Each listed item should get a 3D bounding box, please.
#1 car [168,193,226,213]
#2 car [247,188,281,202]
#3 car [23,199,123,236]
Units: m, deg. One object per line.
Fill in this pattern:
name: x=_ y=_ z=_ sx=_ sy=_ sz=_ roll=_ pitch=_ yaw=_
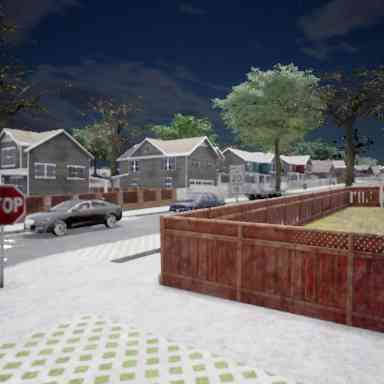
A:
car: x=0.554 y=0.768 z=24.780 sx=2.033 sy=1.411 sz=5.357 roll=0 pitch=3 yaw=36
car: x=7.511 y=0.303 z=34.448 sx=1.895 sy=1.301 sz=4.718 roll=0 pitch=3 yaw=36
car: x=-5.603 y=1.135 z=16.209 sx=2.128 sy=1.511 sz=4.902 roll=0 pitch=2 yaw=36
